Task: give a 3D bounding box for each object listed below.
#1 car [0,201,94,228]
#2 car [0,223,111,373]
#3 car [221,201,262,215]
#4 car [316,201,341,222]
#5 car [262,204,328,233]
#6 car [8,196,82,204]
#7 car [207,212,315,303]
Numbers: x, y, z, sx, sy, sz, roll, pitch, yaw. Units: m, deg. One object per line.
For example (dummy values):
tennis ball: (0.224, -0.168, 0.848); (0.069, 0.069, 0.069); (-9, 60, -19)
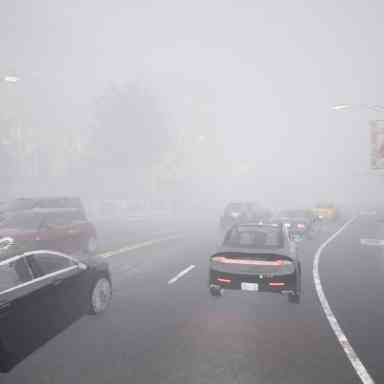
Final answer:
car: (-5.064, 1.352, 10.718); (2.097, 1.767, 4.553); (0, 0, 18)
car: (-2.763, 1.489, 4.738); (2.128, 1.511, 4.902); (0, 0, 9)
car: (3.436, 1.351, 20.498); (2.097, 1.767, 4.553); (0, 0, 28)
car: (10.542, 1.456, 26.247); (1.801, 1.575, 5.366); (0, 0, 30)
car: (5.531, 1.547, 17.286); (2.033, 1.411, 5.357); (0, 0, 29)
car: (-7.217, 1.223, 15.265); (2.150, 2.045, 5.566); (0, 0, 23)
car: (1.680, 1.491, 8.327); (2.128, 1.511, 4.902); (0, 0, 15)
